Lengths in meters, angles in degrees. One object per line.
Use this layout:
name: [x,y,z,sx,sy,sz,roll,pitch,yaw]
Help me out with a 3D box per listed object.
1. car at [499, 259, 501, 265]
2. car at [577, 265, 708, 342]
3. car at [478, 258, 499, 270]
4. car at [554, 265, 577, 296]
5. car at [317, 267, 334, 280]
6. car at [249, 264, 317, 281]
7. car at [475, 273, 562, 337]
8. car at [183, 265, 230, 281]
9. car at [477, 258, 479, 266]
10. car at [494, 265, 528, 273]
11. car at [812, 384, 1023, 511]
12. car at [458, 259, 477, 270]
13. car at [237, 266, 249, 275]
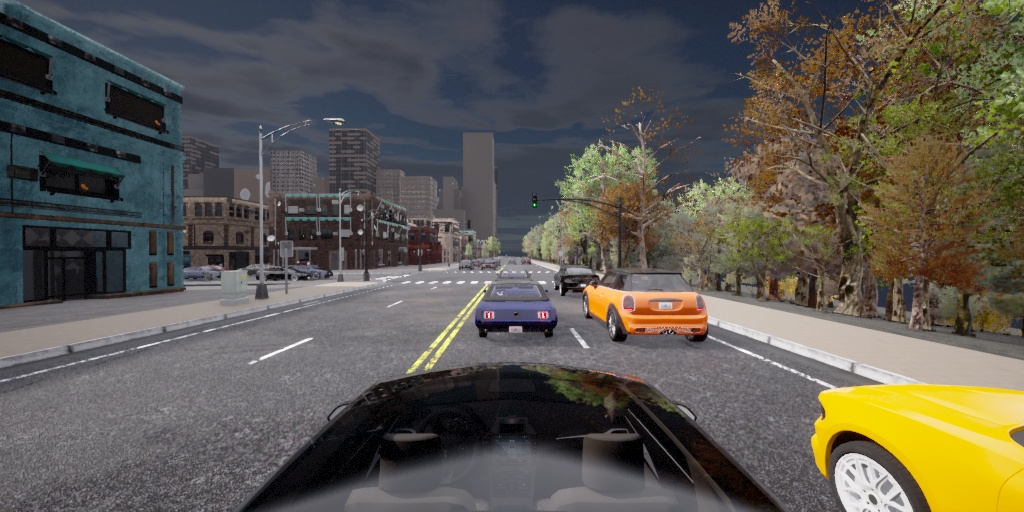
car: [-3.303,1.280,61.314,2.033,1.411,5.357,0,0,0]
car: [3.350,1.101,9.940,2.097,1.767,4.553,0,0,0]
car: [-3.317,1.300,52.047,1.994,1.385,4.181,0,0,0]
car: [3.357,1.224,19.225,1.882,1.535,5.008,0,0,1]
car: [-19.314,1.525,34.043,4.181,1.385,1.994,-1,1,0]
car: [-19.935,1.561,31.336,4.313,1.339,1.948,0,0,0]
car: [0.103,1.349,10.219,1.895,1.301,4.718,0,0,0]
car: [-29.358,1.640,34.053,4.181,1.385,1.994,-1,1,-1]
car: [-6.552,1.296,61.929,1.994,1.385,4.181,0,0,0]
car: [0.108,1.348,19.383,1.895,1.301,4.718,0,0,0]
car: [3.348,1.228,0.812,1.882,1.535,5.008,0,0,0]
car: [-6.569,1.241,51.957,1.837,1.490,4.892,0,0,0]
car: [-28.264,1.556,39.852,4.403,1.370,2.007,0,0,0]
